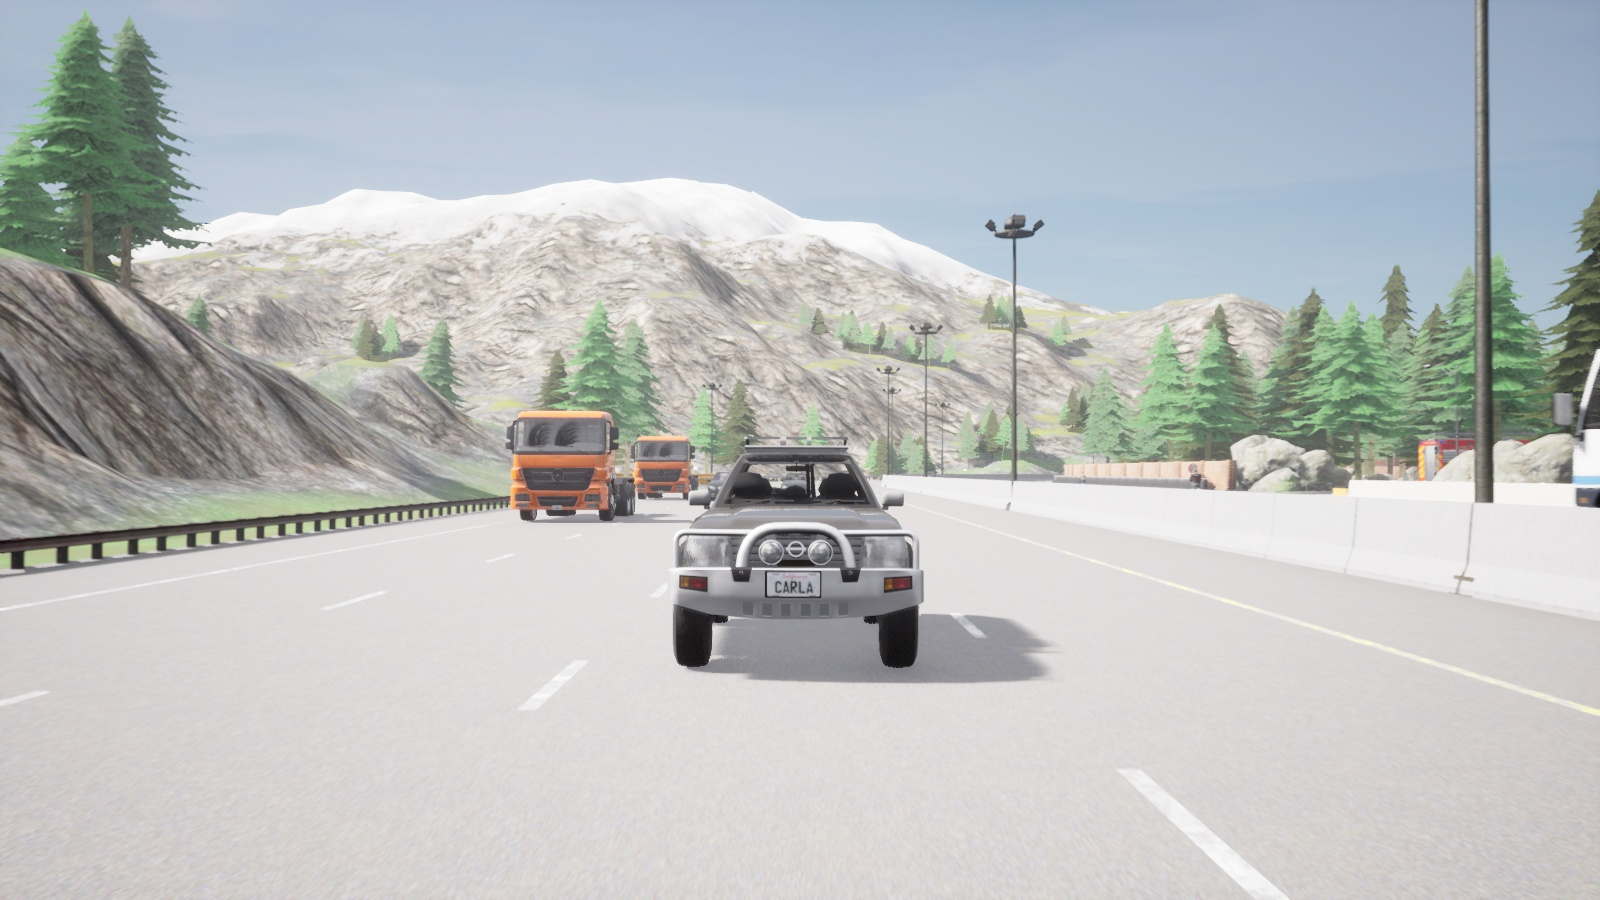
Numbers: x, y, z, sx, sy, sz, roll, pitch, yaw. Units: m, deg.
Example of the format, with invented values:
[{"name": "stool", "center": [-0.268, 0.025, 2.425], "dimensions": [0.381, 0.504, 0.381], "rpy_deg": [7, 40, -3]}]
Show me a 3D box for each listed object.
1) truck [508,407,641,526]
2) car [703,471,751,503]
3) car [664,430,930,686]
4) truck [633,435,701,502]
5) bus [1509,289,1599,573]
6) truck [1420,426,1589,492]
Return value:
[{"name": "truck", "center": [-7.103, 0.543, 40.725], "dimensions": [2.891, 3.462, 7.936], "rpy_deg": [0, -1, 0]}, {"name": "car", "center": [-3.654, 1.851, 63.603], "dimensions": [2.128, 1.511, 4.902], "rpy_deg": [0, -1, 0]}, {"name": "car", "center": [-0.029, 0.823, 11.457], "dimensions": [1.932, 1.855, 4.605], "rpy_deg": [0, -1, 0]}, {"name": "truck", "center": [-7.171, 1.012, 68.752], "dimensions": [2.891, 3.462, 7.936], "rpy_deg": [0, -1, 0]}, {"name": "bus", "center": [13.955, -0.350, 16.020], "dimensions": [3.944, 4.253, 10.273], "rpy_deg": [0, -1, 0]}, {"name": "truck", "center": [42.081, 0.545, 75.212], "dimensions": [8.468, 3.827, 2.891], "rpy_deg": [0, -1, 0]}]
